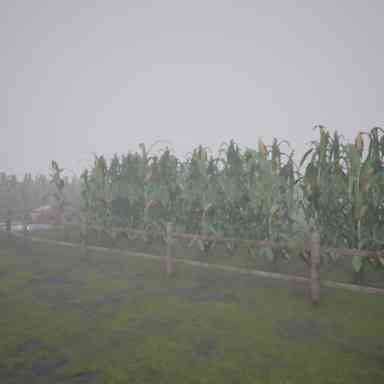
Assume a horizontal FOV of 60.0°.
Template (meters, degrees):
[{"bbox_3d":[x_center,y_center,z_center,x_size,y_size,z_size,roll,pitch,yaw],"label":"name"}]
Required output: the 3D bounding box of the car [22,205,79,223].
[{"bbox_3d":[-11.048,1.682,26.183,1.994,1.385,4.181,-1,-1,36],"label":"car"}]
